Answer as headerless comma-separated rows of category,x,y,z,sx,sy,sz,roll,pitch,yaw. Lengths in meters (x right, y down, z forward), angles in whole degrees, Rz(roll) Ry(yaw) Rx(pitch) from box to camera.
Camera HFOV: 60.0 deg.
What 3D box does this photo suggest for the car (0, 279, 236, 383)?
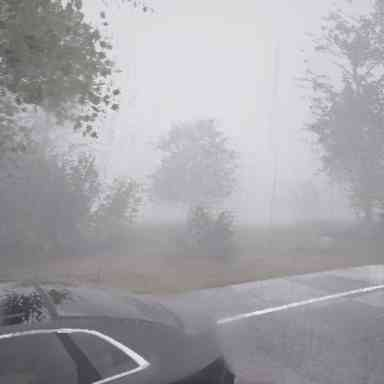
car,-1.931,1.484,2.042,4.892,1.490,1.837,0,0,-34
